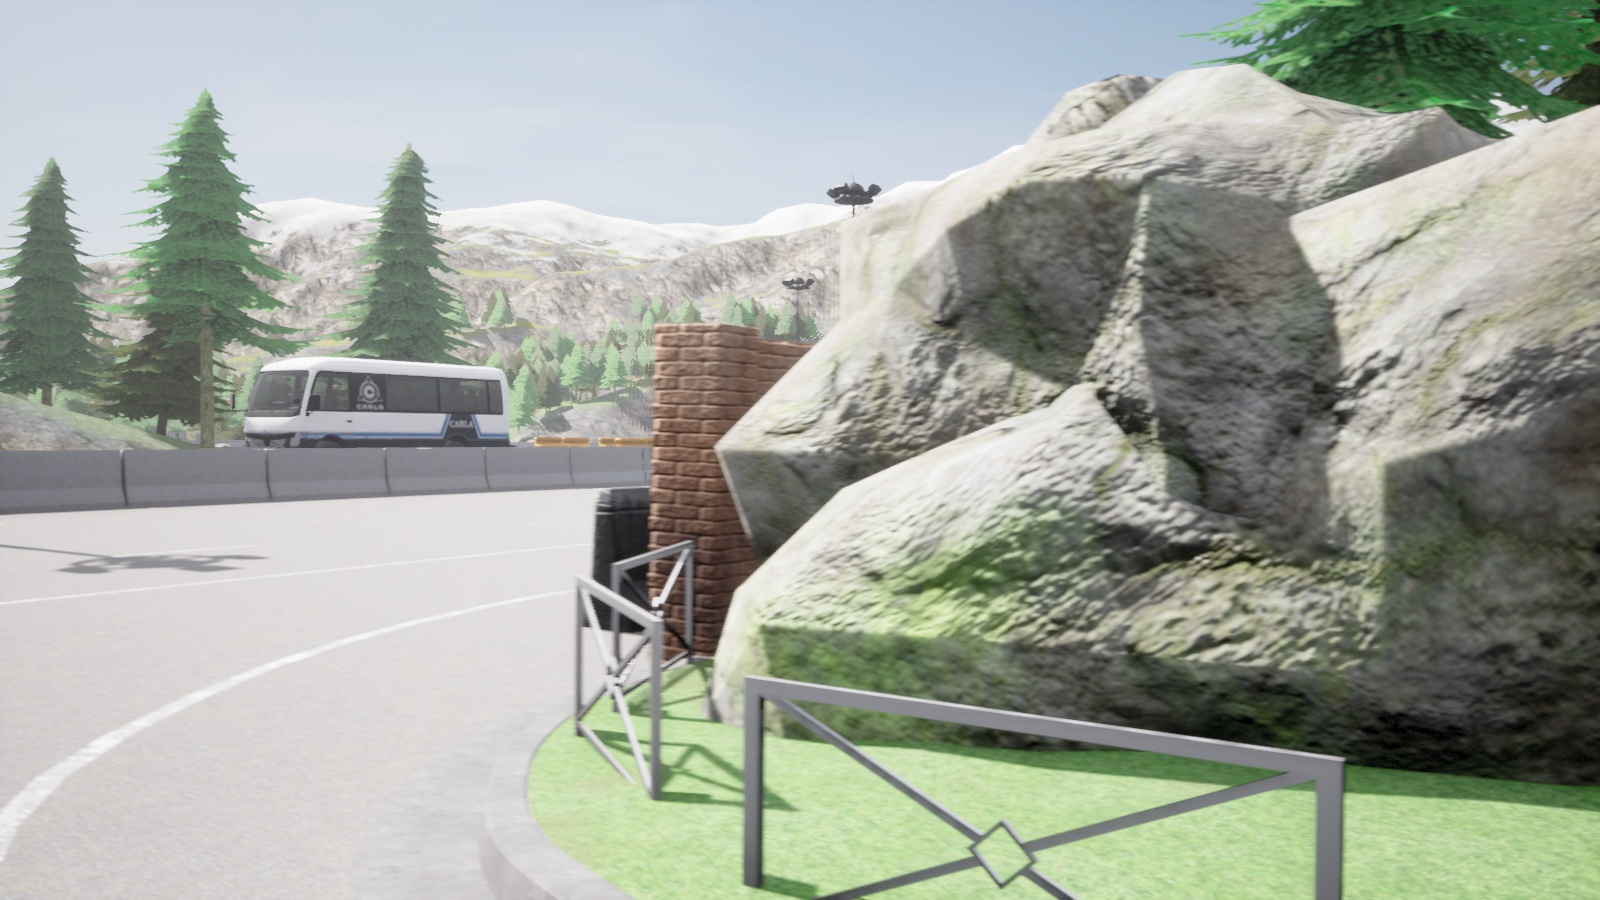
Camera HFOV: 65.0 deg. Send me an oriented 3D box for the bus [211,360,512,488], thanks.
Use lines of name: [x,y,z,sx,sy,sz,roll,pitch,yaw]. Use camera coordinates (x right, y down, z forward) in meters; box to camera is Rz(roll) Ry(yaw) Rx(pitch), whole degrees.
bus: [-15.939,-0.943,46.804,3.944,4.253,10.273,0,1,33]
